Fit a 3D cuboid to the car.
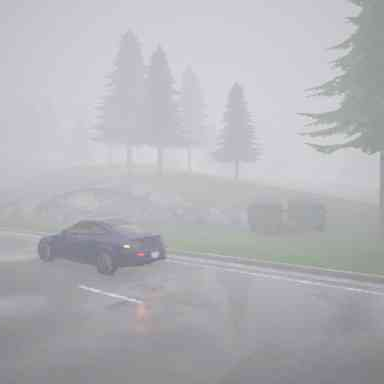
[{"bbox_3d":[-2.861,1.526,10.331,4.674,1.442,1.812,0,0,35],"label":"car"}]
